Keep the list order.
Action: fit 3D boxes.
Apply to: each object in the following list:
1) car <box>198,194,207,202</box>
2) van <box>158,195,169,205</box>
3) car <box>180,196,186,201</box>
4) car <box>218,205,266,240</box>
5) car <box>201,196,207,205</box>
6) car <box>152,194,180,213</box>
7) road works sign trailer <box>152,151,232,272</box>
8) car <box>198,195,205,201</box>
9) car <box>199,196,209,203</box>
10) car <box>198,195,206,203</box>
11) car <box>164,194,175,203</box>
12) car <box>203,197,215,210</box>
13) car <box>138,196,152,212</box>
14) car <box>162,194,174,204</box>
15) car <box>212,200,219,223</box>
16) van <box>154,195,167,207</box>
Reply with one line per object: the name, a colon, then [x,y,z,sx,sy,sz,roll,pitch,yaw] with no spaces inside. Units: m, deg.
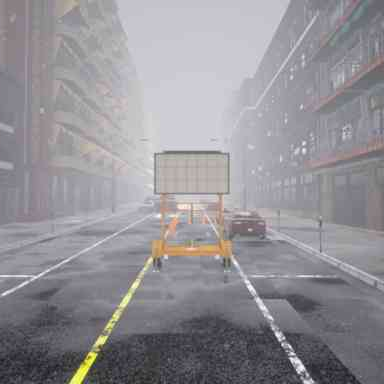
car: [2.622,1.546,83.439,2.192,1.841,5.009,1,0,0]
van: [-5.243,1.477,61.384,1.690,1.788,3.998,1,0,0]
car: [-2.677,1.847,90.764,1.994,1.385,4.181,0,0,0]
car: [2.597,1.563,17.069,1.887,1.381,4.507,1,0,0]
car: [2.619,1.632,44.723,2.008,1.369,4.403,1,0,0]
car: [-2.820,1.284,37.746,2.150,2.045,5.566,0,0,0]
road works sign trailer: [-0.002,0.474,10.752,2.380,3.560,2.880,0,0,0]
car: [2.627,1.729,94.502,1.967,1.590,4.097,1,0,0]
car: [2.652,1.621,72.377,1.967,1.590,4.097,1,0,0]
car: [2.633,1.680,61.315,1.887,1.381,4.507,1,0,0]
car: [-5.229,1.521,77.974,2.192,1.841,5.009,1,0,0]
car: [2.615,1.611,39.191,1.887,1.381,4.507,1,0,0]
car: [-5.265,1.591,39.091,1.752,1.417,4.829,2,0,0]
car: [-5.233,1.497,72.444,2.192,1.841,5.009,1,0,0]
car: [2.602,1.553,22.771,1.752,1.417,4.829,1,0,0]
van: [-5.246,1.456,55.852,1.690,1.788,3.998,2,0,0]
